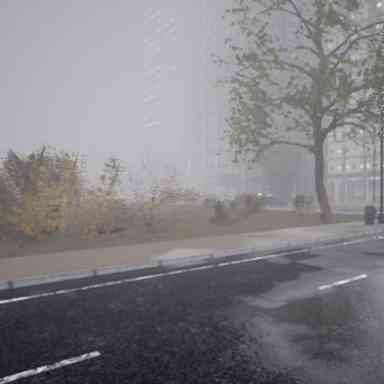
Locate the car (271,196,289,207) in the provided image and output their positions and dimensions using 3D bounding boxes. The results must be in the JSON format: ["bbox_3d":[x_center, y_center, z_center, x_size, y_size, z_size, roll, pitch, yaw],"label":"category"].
[{"bbox_3d":[11.310,1.295,46.822,1.882,1.535,5.008,1,0,-34],"label":"car"}]

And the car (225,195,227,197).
[{"bbox_3d":[6.894,1.389,65.274,1.812,1.442,4.674,1,0,-34],"label":"car"}]

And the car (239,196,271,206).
[{"bbox_3d":[8.066,1.132,45.829,2.097,1.767,4.553,1,0,-34],"label":"car"}]

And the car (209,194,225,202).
[{"bbox_3d":[3.717,1.178,64.220,2.097,1.767,4.553,1,0,-34],"label":"car"}]
